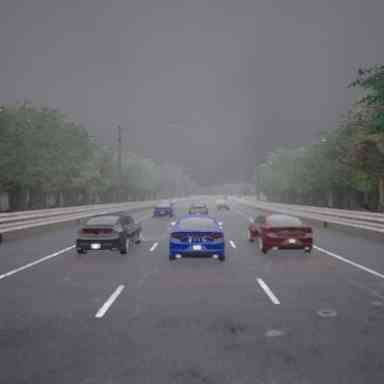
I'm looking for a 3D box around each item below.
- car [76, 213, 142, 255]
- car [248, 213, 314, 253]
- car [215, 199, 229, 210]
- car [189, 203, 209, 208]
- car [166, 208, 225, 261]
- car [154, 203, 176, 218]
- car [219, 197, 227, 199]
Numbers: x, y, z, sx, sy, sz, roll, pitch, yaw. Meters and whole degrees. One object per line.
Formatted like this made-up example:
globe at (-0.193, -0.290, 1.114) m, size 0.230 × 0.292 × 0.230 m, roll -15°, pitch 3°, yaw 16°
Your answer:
car at (-3.298, 1.633, 13.915) m, size 1.837 × 1.490 × 4.892 m, roll 0°, pitch 0°, yaw 1°
car at (3.612, 1.621, 14.354) m, size 1.882 × 1.535 × 5.008 m, roll 0°, pitch -1°, yaw 1°
car at (4.987, 2.230, 54.196) m, size 1.895 × 1.301 × 4.718 m, roll 0°, pitch -1°, yaw 3°
car at (0.672, 1.855, 33.530) m, size 2.128 × 1.511 × 4.902 m, roll 0°, pitch -1°, yaw 2°
car at (0.189, 1.599, 12.863) m, size 1.882 × 1.535 × 5.008 m, roll 0°, pitch 0°, yaw 1°
car at (-2.789, 1.850, 34.731) m, size 1.882 × 1.535 × 5.008 m, roll 0°, pitch -1°, yaw 2°
car at (5.715, 2.249, 66.043) m, size 1.882 × 1.535 × 5.008 m, roll 0°, pitch -1°, yaw 4°
